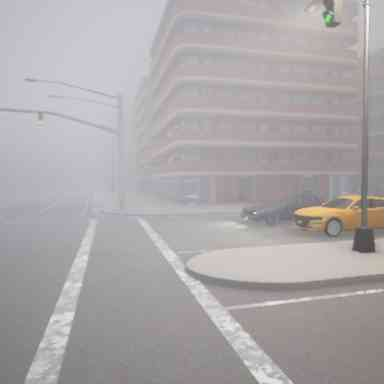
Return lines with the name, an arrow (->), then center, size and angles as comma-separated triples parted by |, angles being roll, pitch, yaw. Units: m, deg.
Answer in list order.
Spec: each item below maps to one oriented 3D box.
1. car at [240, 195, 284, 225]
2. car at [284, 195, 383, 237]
car -> 5.269, 0.849, 17.190 | 5.357, 1.411, 2.033 | -1, 2, -15
car -> 6.712, 0.889, 13.957 | 5.008, 1.535, 1.882 | -1, 2, -16
